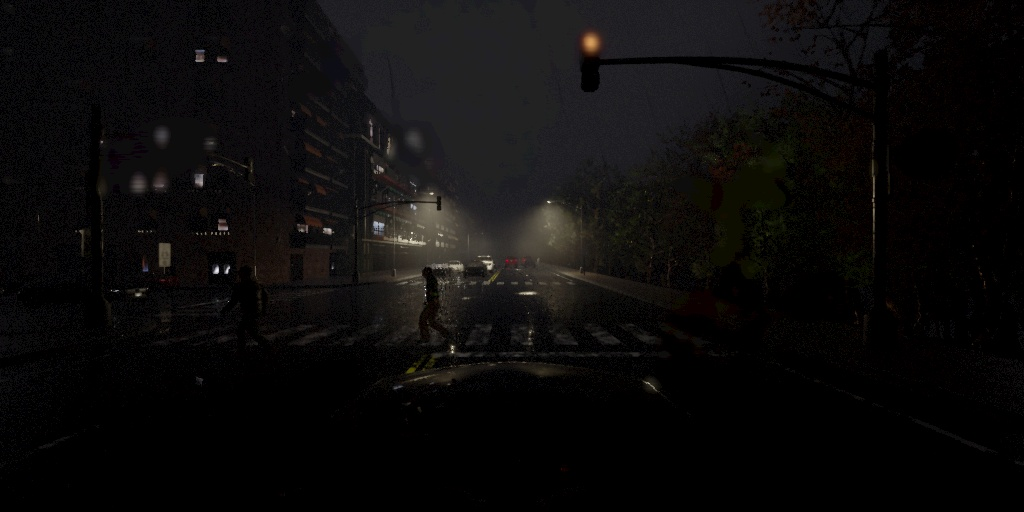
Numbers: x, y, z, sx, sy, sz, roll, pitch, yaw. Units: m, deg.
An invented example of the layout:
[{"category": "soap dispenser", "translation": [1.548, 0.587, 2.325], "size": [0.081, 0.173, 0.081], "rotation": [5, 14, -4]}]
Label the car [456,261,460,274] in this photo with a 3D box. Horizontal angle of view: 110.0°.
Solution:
[{"category": "car", "translation": [-6.675, 1.281, 41.630], "size": [1.812, 1.442, 4.674], "rotation": [0, 0, 0]}]

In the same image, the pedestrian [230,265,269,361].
[{"category": "pedestrian", "translation": [-5.002, 1.044, 6.848], "size": [0.375, 1.860, 0.375], "rotation": [0, 0, 0]}]

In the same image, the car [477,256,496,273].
[{"category": "car", "translation": [-3.430, 0.977, 44.157], "size": [2.150, 2.045, 5.566], "rotation": [0, 0, 0]}]

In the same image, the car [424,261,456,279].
[{"category": "car", "translation": [-6.664, 1.353, 32.706], "size": [1.895, 1.301, 4.718], "rotation": [0, 0, 0]}]

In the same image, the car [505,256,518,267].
[{"category": "car", "translation": [-0.122, 0.988, 64.381], "size": [2.150, 2.045, 5.566], "rotation": [0, 0, 0]}]

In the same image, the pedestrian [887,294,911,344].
[{"category": "pedestrian", "translation": [8.020, 1.271, 7.569], "size": [0.500, 1.100, 0.500], "rotation": [0, 0, 0]}]

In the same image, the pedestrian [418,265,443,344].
[{"category": "pedestrian", "translation": [-1.847, 1.049, 8.149], "size": [0.375, 1.860, 0.375], "rotation": [0, 0, 0]}]

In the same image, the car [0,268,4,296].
[{"category": "car", "translation": [-22.681, 1.335, 13.289], "size": [5.009, 1.841, 2.192], "rotation": [0, 0, -1]}]

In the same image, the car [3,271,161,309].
[{"category": "car", "translation": [-19.089, 1.497, 16.081], "size": [4.674, 1.442, 1.812], "rotation": [-1, 0, 0]}]

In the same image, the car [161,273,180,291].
[{"category": "car", "translation": [-22.820, 1.593, 21.936], "size": [4.207, 1.307, 1.802], "rotation": [0, 0, -1]}]

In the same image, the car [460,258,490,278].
[{"category": "car", "translation": [-3.410, 1.230, 34.225], "size": [1.882, 1.535, 5.008], "rotation": [0, 0, 0]}]

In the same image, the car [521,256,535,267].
[{"category": "car", "translation": [3.128, 1.244, 64.358], "size": [1.882, 1.535, 5.008], "rotation": [0, 0, 0]}]
